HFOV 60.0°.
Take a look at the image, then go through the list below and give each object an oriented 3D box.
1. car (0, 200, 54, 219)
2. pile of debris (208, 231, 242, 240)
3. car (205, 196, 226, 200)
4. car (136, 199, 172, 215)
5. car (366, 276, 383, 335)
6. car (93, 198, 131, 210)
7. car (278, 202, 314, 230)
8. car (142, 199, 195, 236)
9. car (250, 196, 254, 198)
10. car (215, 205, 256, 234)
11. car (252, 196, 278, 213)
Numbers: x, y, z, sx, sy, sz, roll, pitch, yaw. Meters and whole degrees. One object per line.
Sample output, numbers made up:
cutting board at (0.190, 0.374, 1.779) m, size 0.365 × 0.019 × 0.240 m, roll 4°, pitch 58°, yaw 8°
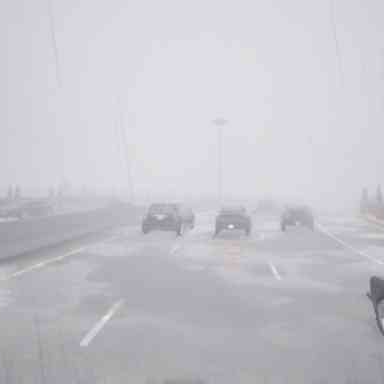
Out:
car at (-13.589, 1.413, 27.511) m, size 1.837 × 1.490 × 4.892 m, roll 0°, pitch 0°, yaw 15°
pile of debris at (1.695, 2.163, 16.575) m, size 1.500 × 0.140 × 1.860 m, roll 0°, pitch 0°, yaw 11°
car at (4.617, 1.490, 64.420) m, size 2.033 × 1.411 × 5.357 m, roll 0°, pitch 0°, yaw 37°
car at (-3.856, 1.468, 34.853) m, size 1.812 × 1.442 × 4.674 m, roll 0°, pitch 0°, yaw 21°
car at (3.774, 1.613, 3.462) m, size 1.895 × 1.301 × 4.718 m, roll 0°, pitch 0°, yaw 3°
car at (-7.998, 1.416, 33.708) m, size 2.128 × 1.511 × 4.902 m, roll 0°, pitch 0°, yaw 20°
car at (6.560, 1.509, 21.059) m, size 1.837 × 1.490 × 4.892 m, roll 0°, pitch 0°, yaw 14°
car at (-1.167, 1.325, 18.684) m, size 2.097 × 1.767 × 4.553 m, roll 0°, pitch 0°, yaw 12°
car at (13.255, 1.470, 69.315) m, size 1.812 × 1.442 × 4.674 m, roll 0°, pitch 0°, yaw 40°
car at (2.498, 1.491, 19.143) m, size 1.837 × 1.490 × 4.892 m, roll 0°, pitch 0°, yaw 13°
car at (8.312, 1.498, 36.317) m, size 1.837 × 1.490 × 4.892 m, roll 0°, pitch 0°, yaw 24°
